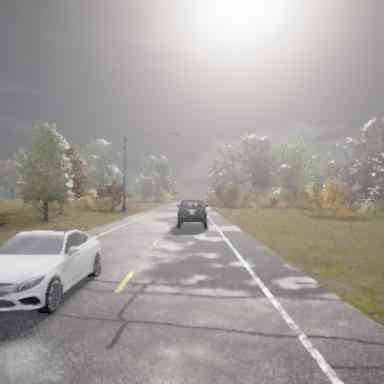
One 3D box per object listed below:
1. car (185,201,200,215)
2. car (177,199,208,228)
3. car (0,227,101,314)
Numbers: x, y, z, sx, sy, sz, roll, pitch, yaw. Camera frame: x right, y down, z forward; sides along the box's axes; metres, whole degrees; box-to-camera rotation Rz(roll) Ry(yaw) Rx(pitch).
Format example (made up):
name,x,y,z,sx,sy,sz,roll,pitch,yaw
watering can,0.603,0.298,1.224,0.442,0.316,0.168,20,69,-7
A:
name,x,y,z,sx,sy,sz,roll,pitch,yaw
car,0.078,1.972,42.069,1.882,1.535,5.008,0,0,0
car,0.033,1.512,25.032,2.150,2.045,5.566,0,0,1
car,-3.516,1.616,7.948,1.812,1.442,4.674,0,-1,0
